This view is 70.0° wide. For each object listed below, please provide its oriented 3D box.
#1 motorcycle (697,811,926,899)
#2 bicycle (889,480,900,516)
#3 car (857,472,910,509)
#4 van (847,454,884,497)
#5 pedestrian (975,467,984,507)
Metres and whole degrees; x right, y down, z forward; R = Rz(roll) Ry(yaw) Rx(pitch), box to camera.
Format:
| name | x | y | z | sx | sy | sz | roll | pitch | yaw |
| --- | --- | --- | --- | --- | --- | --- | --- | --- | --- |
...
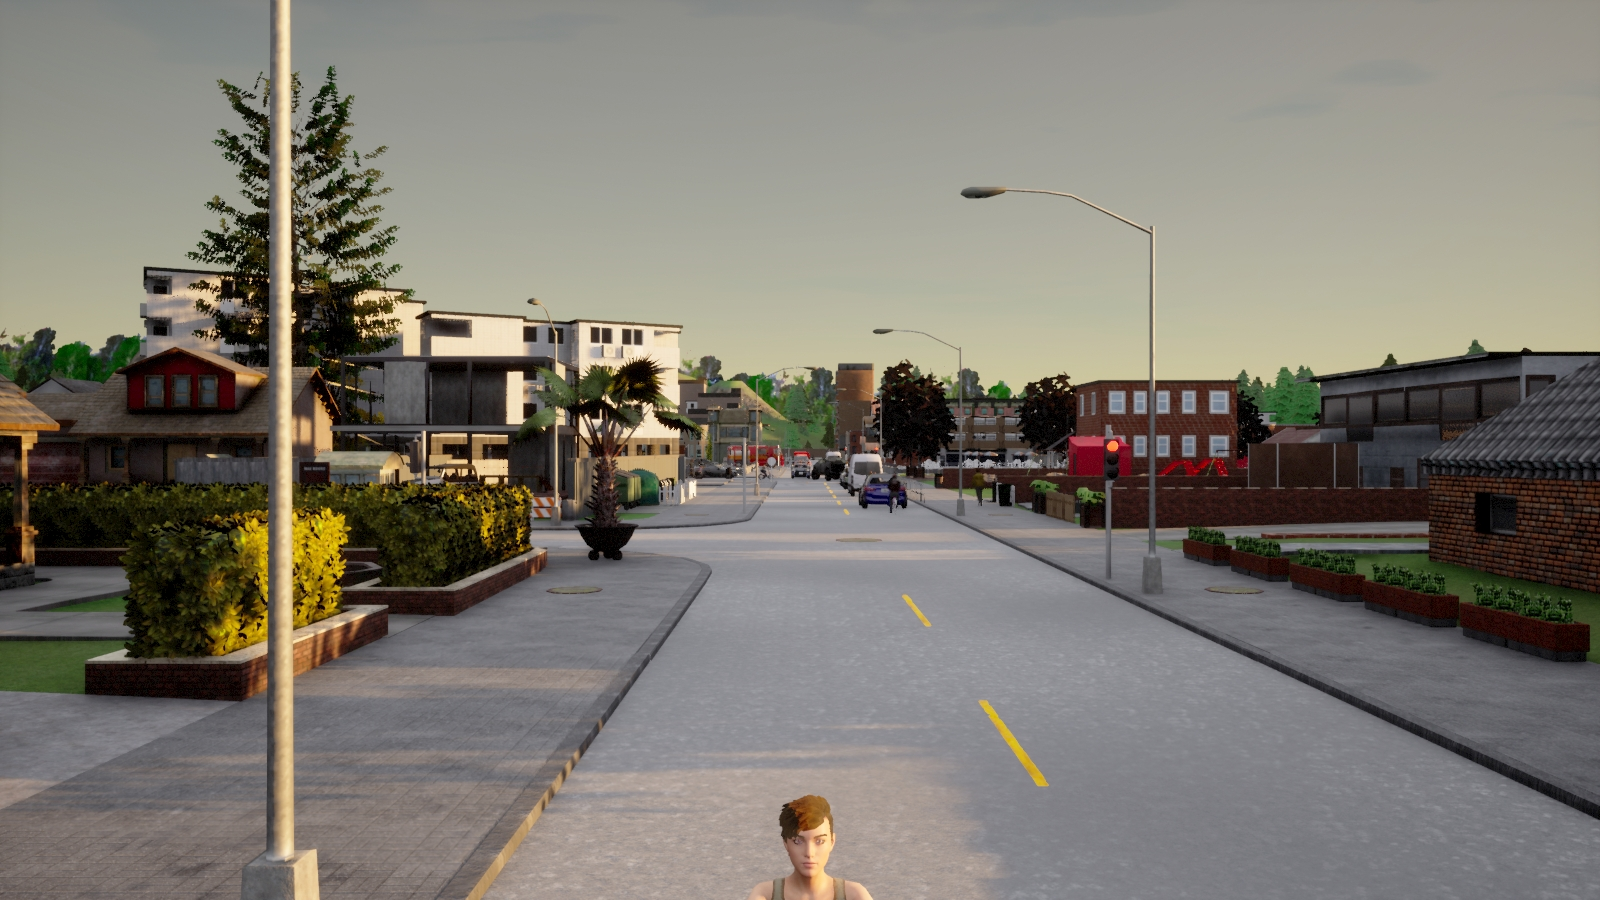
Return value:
| name | x | y | z | sx | sy | sz | roll | pitch | yaw |
| --- | --- | --- | --- | --- | --- | --- | --- | --- | --- |
| motorcycle | 0.039 | 2.155 | 3.558 | 0.764 | 1.307 | 2.356 | 0 | 0 | 0 |
| bicycle | 4.082 | 2.060 | 49.434 | 0.329 | 1.471 | 1.835 | 0 | 0 | 0 |
| car | 4.046 | 1.967 | 56.171 | 2.242 | 1.667 | 4.611 | 0 | 0 | 0 |
| van | 4.045 | 1.535 | 71.355 | 1.988 | 2.561 | 5.915 | 0 | 0 | 0 |
| pedestrian | 8.393 | 1.744 | 53.453 | 0.375 | 1.860 | 0.375 | 0 | 0 | -4 |
